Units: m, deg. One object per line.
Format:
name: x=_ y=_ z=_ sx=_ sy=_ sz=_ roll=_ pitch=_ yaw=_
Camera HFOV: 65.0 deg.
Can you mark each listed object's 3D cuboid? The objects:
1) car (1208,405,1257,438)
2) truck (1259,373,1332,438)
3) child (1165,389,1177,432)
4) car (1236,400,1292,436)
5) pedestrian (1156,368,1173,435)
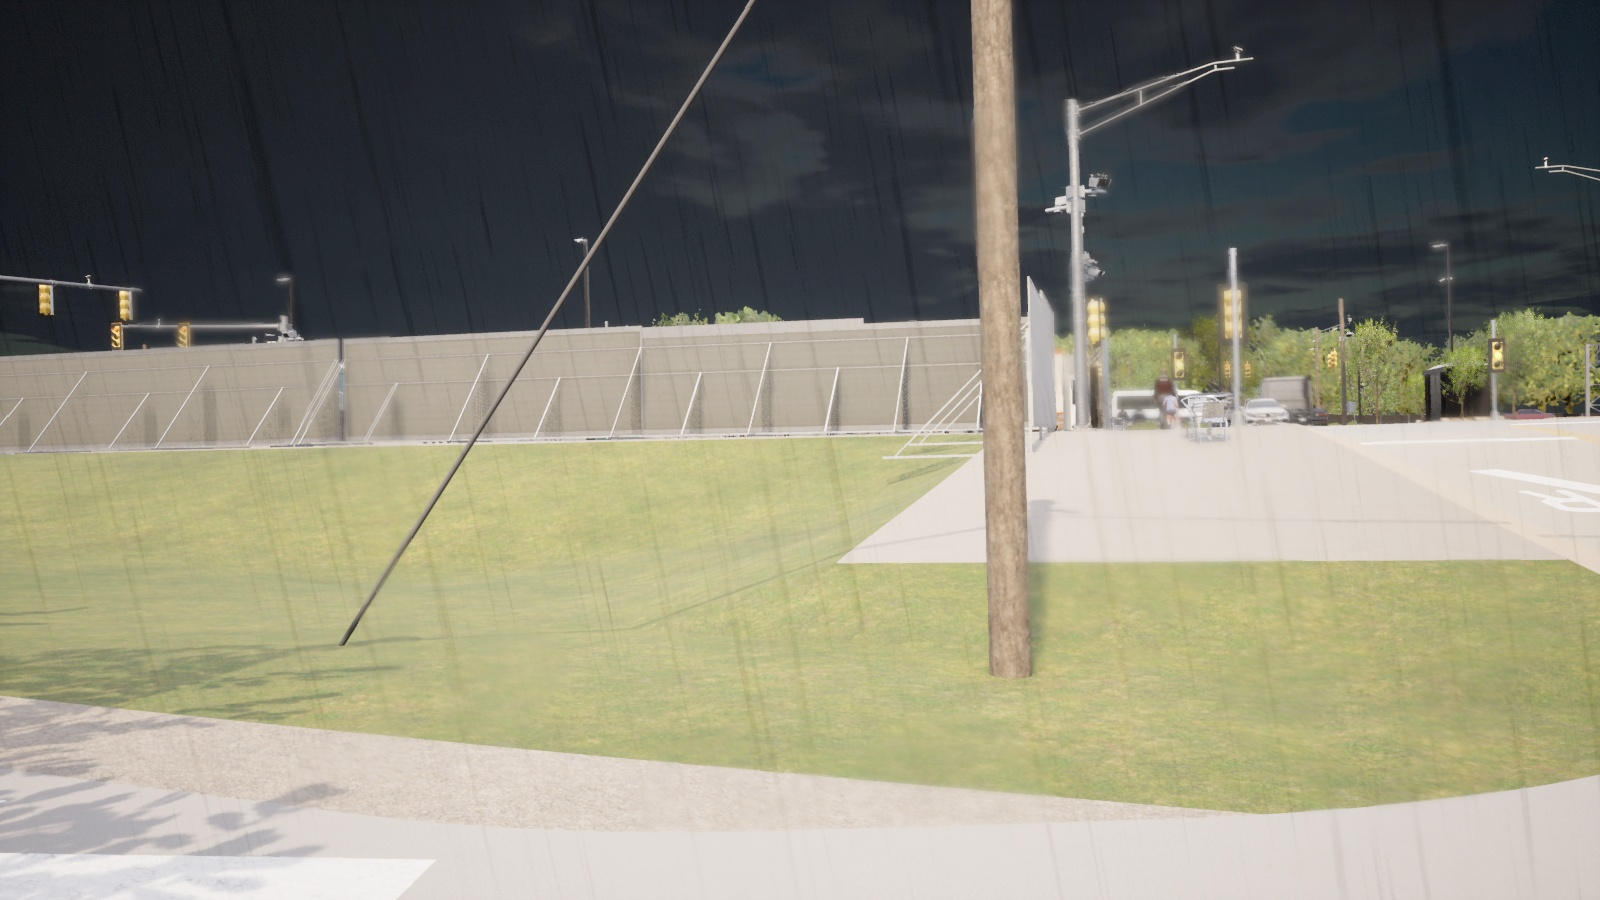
car: x=24.546 y=-1.587 z=71.380 sx=2.242 sy=1.667 sz=4.611 roll=-1 pitch=0 yaw=14
truck: x=29.000 y=-2.507 z=73.824 sx=2.891 sy=3.462 sz=7.936 roll=-1 pitch=0 yaw=14
child: x=9.532 y=-1.010 z=32.256 sx=0.255 sy=1.110 sz=0.394 roll=-1 pitch=0 yaw=13
car: x=20.678 y=-1.396 z=56.103 sx=1.812 sy=1.442 sz=4.674 roll=-1 pitch=0 yaw=14
pedestrian: x=10.237 y=-1.363 z=35.266 sx=0.376 sy=1.854 sz=0.720 roll=-1 pitch=0 yaw=19
